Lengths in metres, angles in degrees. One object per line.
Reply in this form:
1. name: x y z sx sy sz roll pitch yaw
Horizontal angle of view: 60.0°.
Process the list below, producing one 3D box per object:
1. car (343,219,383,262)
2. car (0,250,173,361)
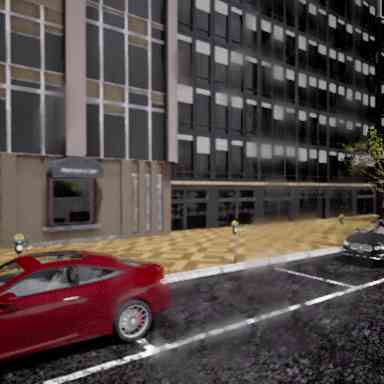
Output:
1. car: 6.985 1.607 11.547 4.403 1.369 2.008 0 -1 -35
2. car: -2.271 1.586 4.948 4.206 1.307 1.802 0 -1 -35
